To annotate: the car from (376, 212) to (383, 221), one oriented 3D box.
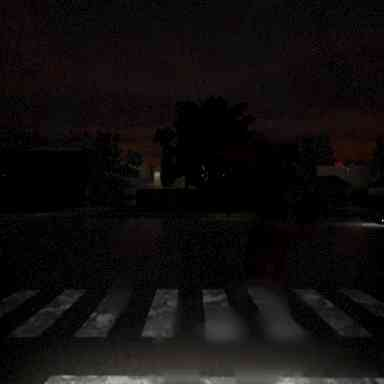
[{"bbox_3d":[15.802,1.568,23.053,5.357,1.411,2.033,0,0,-3],"label":"car"}]
